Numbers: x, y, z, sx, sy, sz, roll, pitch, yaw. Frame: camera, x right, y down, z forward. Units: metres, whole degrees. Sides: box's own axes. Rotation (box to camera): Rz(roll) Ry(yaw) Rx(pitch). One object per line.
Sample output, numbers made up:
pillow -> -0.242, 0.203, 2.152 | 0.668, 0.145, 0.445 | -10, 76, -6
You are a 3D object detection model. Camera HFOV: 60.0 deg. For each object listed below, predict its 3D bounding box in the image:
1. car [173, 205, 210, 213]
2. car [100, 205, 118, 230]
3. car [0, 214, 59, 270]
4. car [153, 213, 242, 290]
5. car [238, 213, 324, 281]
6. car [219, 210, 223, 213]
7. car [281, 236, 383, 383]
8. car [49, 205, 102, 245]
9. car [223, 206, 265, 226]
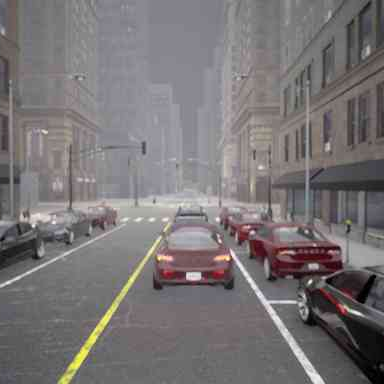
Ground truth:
car -> -0.038, 1.465, 18.722 | 2.128, 1.511, 4.902 | 0, 0, 1
car -> -5.847, 1.515, 20.675 | 1.887, 1.381, 4.507 | -1, 0, 0
car -> -5.805, 1.551, 9.664 | 1.947, 1.339, 4.313 | -1, 0, 0
car -> 0.037, 1.512, 8.949 | 1.812, 1.442, 4.674 | 0, 0, 0
car -> 2.720, 1.531, 9.696 | 1.887, 1.381, 4.507 | -1, 0, 0
car -> 2.678, 1.515, 20.707 | 1.887, 1.381, 4.507 | -1, 0, 0
car -> 2.741, 1.560, 4.191 | 1.947, 1.339, 4.313 | -1, 0, 0
car -> -5.826, 1.529, 15.169 | 2.008, 1.369, 4.403 | -1, 0, 0
car -> 2.699, 1.523, 15.201 | 1.887, 1.381, 4.507 | -1, 0, 0
